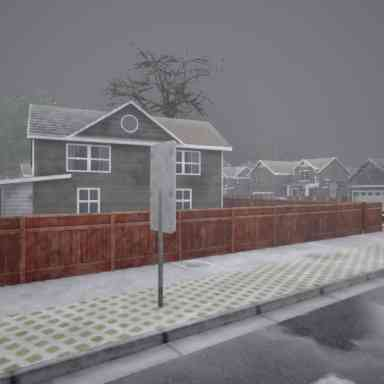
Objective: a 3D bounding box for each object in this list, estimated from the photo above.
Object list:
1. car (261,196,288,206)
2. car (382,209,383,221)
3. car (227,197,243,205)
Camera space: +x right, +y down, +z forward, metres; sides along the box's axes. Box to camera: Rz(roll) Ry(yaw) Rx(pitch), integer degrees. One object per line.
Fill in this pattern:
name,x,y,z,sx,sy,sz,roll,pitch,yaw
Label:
car,9.220,1.238,35.441,2.097,1.767,4.553,0,0,-27
car,13.253,1.497,26.260,1.994,1.385,4.181,0,0,-23
car,5.057,1.369,44.238,1.812,1.442,4.674,0,0,-26
